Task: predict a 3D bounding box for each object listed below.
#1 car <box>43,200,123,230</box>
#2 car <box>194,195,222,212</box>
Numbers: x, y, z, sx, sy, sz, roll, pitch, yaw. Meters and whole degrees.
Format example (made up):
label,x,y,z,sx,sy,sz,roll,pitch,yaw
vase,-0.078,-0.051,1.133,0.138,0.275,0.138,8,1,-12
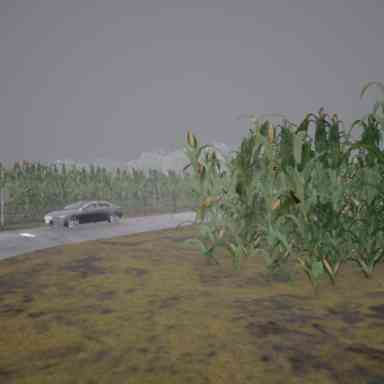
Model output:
label,x,y,z,sx,sy,sz,roll,pitch,yaw
car,-6.308,1.278,19.755,2.128,1.511,4.902,0,1,36
car,2.108,1.047,31.530,1.882,1.535,5.008,0,1,36
